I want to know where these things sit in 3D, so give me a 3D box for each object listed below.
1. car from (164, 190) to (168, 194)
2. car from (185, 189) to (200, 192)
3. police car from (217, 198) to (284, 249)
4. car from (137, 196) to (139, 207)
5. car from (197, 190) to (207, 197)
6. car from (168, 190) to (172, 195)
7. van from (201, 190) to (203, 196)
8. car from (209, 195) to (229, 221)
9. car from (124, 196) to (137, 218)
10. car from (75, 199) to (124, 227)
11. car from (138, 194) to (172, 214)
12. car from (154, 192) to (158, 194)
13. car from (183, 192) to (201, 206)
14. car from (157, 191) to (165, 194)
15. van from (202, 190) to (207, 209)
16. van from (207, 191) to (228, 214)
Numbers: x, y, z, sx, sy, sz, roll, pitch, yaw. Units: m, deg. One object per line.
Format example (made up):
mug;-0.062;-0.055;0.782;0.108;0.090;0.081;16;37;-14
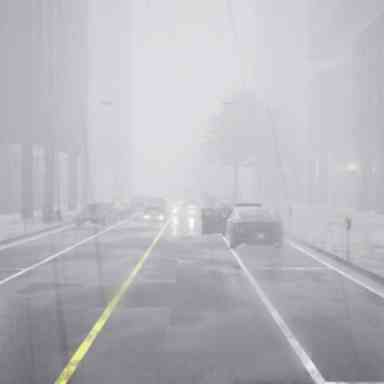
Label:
car;-6.001;0.745;60.181;1.967;1.590;4.097;0;1;0
car;-0.208;0.608;52.733;2.150;2.045;5.566;0;1;0
police car;2.313;1.258;13.821;1.930;1.638;5.238;0;1;0
car;-5.912;1.125;37.709;1.947;1.339;4.313;0;1;0
car;2.435;0.369;82.691;2.192;1.841;5.009;0;1;0
car;-6.045;0.731;71.419;2.008;1.369;4.403;0;1;0
van;2.568;0.769;48.984;1.690;1.788;3.998;0;1;0
car;2.658;1.230;26.514;1.887;1.381;4.507;0;1;0
car;-5.867;1.216;26.302;1.752;1.417;4.829;0;1;0
car;-5.845;1.320;20.854;1.947;1.339;4.313;0;1;0
car;-3.218;1.193;30.101;2.033;1.411;5.357;0;1;0
car;-5.934;1.061;43.327;1.947;1.339;4.313;0;1;0
car;-0.087;1.027;42.672;1.812;1.442;4.674;0;0;0
car;-5.978;0.896;54.394;1.752;1.417;4.829;0;1;0
van;2.591;0.833;43.365;1.690;1.788;3.998;0;1;0
van;2.635;0.962;32.130;1.690;1.788;3.998;0;1;0
